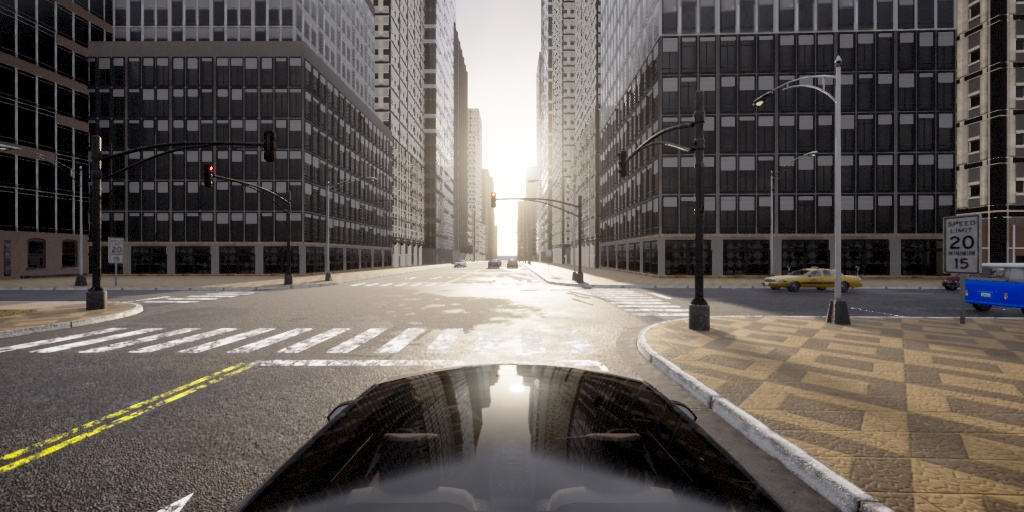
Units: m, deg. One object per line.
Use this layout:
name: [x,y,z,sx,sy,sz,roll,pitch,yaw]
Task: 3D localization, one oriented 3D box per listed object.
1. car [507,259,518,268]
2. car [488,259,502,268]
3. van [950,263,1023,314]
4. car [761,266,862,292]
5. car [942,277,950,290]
car: [0.084,1.425,63.635,1.994,1.385,4.181,0,0,0]
car: [-3.167,1.336,62.806,1.882,1.535,5.008,0,0,0]
van: [18.373,1.119,12.438,3.998,1.789,1.690,0,0,2]
car: [17.113,1.293,20.612,4.829,1.417,1.751,0,0,2]
car: [26.947,1.356,20.114,4.207,1.307,1.802,0,0,2]
